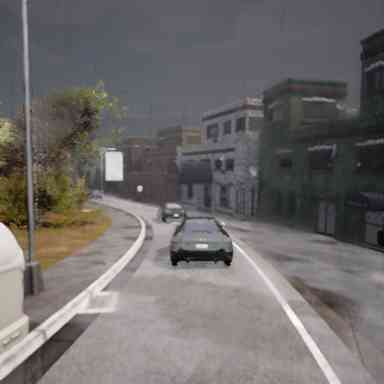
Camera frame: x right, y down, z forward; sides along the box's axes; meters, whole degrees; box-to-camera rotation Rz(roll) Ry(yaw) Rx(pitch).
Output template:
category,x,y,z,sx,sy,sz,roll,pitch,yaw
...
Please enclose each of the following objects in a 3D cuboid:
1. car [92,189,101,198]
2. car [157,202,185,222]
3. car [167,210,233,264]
category,x,y,z,sx,sy,sz,roll,pitch,yaw
car,-17.329,0.234,59.164,2.033,1.411,5.357,-2,4,-31
car,-1.614,1.484,26.070,1.812,1.442,4.674,-1,1,-12
car,0.260,1.553,11.751,1.994,1.385,4.181,0,0,-1
